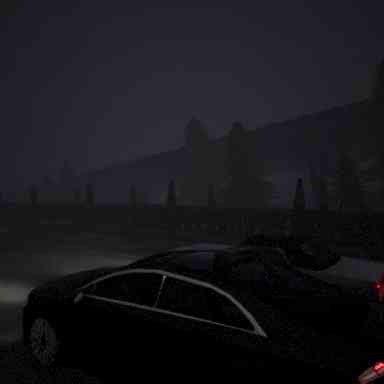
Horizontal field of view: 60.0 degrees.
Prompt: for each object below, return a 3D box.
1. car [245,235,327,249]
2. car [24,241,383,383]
[{"bbox_3d":[1.498,1.616,7.221,4.718,1.301,1.895,0,0,35],"label":"car"},{"bbox_3d":[-0.174,1.504,4.115,4.902,1.511,2.128,-1,0,35],"label":"car"}]
